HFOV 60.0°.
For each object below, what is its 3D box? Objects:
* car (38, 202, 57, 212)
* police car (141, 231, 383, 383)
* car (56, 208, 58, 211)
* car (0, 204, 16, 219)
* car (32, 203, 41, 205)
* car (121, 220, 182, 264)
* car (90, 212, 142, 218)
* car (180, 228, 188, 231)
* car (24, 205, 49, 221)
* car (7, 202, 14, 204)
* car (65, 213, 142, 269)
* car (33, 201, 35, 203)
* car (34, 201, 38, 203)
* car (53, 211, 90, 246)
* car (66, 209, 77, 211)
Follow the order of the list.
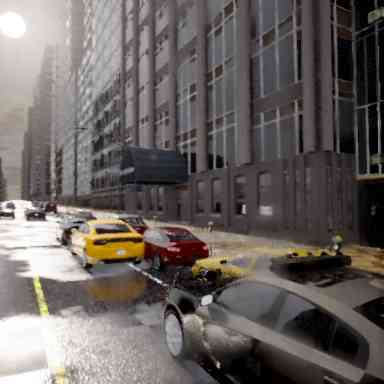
[{"bbox_3d":[-22.143,2.533,51.736,2.192,1.841,5.009,2,-2,-28],"label":"car"},{"bbox_3d":[1.253,1.526,3.827,1.930,1.638,5.238,1,-2,-28],"label":"police car"},{"bbox_3d":[-11.618,2.286,31.924,1.752,1.417,4.829,2,-2,-28],"label":"car"},{"bbox_3d":[-22.327,2.500,39.919,1.994,1.385,4.181,1,-2,-28],"label":"car"},{"bbox_3d":[-23.645,2.747,48.790,1.895,1.301,4.718,1,-2,-28],"label":"car"},{"bbox_3d":[-0.931,1.875,11.814,1.802,1.307,4.206,2,-2,-28],"label":"car"},{"bbox_3d":[-3.580,1.850,16.807,1.967,1.590,4.097,2,-2,-28],"label":"car"},{"bbox_3d":[1.643,1.704,6.977,1.752,1.417,4.829,2,-2,-28],"label":"car"},{"bbox_3d":[-17.645,2.450,37.568,1.994,1.385,4.181,1,-2,-28],"label":"car"},{"bbox_3d":[-44.371,3.231,81.397,2.097,1.767,4.553,1,-1,-28],"label":"car"},{"bbox_3d":[-3.370,1.785,12.570,1.882,1.535,5.008,1,-2,-28],"label":"car"},{"bbox_3d":[-38.057,3.338,81.667,1.967,1.590,4.097,2,-2,-28],"label":"car"},{"bbox_3d":[-27.447,2.761,61.715,2.192,1.841,5.009,2,-2,-28],"label":"car"},{"bbox_3d":[-6.186,1.957,17.866,1.812,1.442,4.674,1,-2,-28],"label":"car"},{"bbox_3d":[-8.887,2.207,26.783,1.947,1.339,4.313,2,-2,-28],"label":"car"}]
